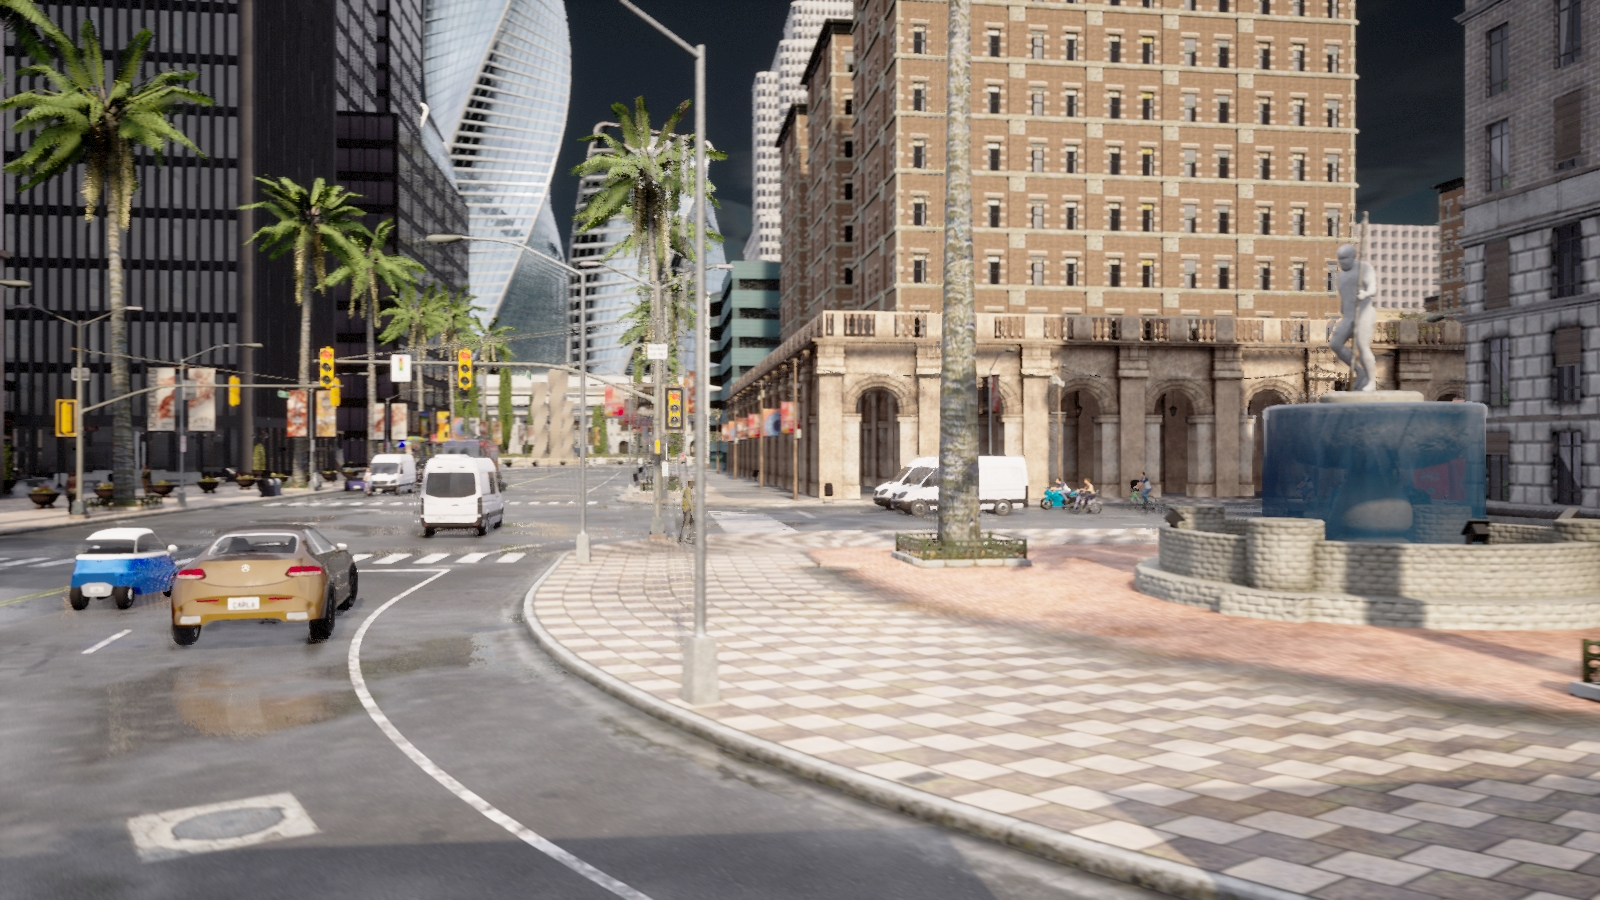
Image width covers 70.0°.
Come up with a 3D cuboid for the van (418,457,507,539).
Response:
[{"bbox_3d":[-11.544,1.553,39.477,1.988,2.561,5.915,0,0,-7],"label":"van"}]

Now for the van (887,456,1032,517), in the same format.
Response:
[{"bbox_3d":[6.879,1.565,49.653,5.915,2.561,1.988,0,0,-7],"label":"van"}]

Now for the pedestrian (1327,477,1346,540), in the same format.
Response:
[{"bbox_3d":[15.869,1.722,33.808,0.375,1.860,0.375,0,0,-12],"label":"pedestrian"}]

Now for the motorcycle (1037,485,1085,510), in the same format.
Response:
[{"bbox_3d":[12.281,2.248,53.837,2.033,1.145,0.803,0,0,-7],"label":"motorcycle"}]

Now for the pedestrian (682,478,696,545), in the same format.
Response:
[{"bbox_3d":[-3.116,1.713,31.959,0.375,1.860,0.375,0,0,-8],"label":"pedestrian"}]

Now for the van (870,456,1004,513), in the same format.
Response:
[{"bbox_3d":[6.326,1.567,53.115,5.915,2.561,1.988,0,0,-7],"label":"van"}]

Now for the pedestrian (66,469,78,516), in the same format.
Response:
[{"bbox_3d":[-29.475,1.712,46.252,0.375,1.860,0.375,0,0,-36],"label":"pedestrian"}]

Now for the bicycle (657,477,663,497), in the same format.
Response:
[{"bbox_3d":[-8.540,2.242,69.662,0.373,1.196,1.643,0,0,-7],"label":"bicycle"}]

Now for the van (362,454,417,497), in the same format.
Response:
[{"bbox_3d":[-26.172,1.564,73.036,1.988,2.561,5.915,0,0,-7],"label":"van"}]

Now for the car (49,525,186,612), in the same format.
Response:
[{"bbox_3d":[-12.452,2.132,20.975,1.481,1.376,2.207,0,-1,-11],"label":"car"}]

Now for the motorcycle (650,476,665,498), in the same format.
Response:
[{"bbox_3d":[-8.745,2.242,70.059,0.867,1.251,2.209,0,0,-7],"label":"motorcycle"}]

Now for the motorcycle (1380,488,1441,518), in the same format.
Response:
[{"bbox_3d":[25.890,2.243,48.480,2.209,1.251,0.867,0,0,-7],"label":"motorcycle"}]

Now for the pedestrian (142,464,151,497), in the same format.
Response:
[{"bbox_3d":[-36.901,1.722,64.524,0.375,1.860,0.375,0,0,-10],"label":"pedestrian"}]

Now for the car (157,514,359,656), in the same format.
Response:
[{"bbox_3d":[-8.462,1.999,18.358,2.152,1.651,5.027,0,0,-16],"label":"car"}]
